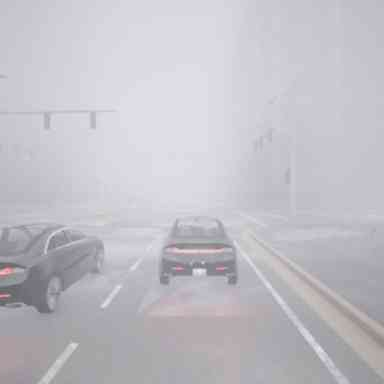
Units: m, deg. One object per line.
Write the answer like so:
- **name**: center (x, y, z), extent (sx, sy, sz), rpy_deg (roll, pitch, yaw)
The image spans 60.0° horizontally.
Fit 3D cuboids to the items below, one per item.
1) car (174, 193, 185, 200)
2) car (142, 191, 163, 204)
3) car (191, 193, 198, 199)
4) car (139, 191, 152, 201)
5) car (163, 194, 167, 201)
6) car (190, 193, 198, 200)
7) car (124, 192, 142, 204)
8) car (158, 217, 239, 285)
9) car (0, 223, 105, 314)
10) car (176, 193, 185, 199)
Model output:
- **car**: center (-2.965, 1.090, 76.604), extent (1.837, 1.490, 4.892), rpy_deg (0, 0, 0)
- **car**: center (-6.667, 1.053, 56.317), extent (2.097, 1.767, 4.553), rpy_deg (0, 0, 1)
- **car**: center (0.604, 1.002, 86.282), extent (1.882, 1.535, 5.008), rpy_deg (0, 0, 0)
- **car**: center (-9.997, 0.844, 71.960), extent (2.150, 2.045, 5.566), rpy_deg (0, 0, 0)
- **car**: center (-6.499, 1.119, 71.777), extent (1.837, 1.490, 4.892), rpy_deg (0, 0, 0)
- **car**: center (0.540, 1.182, 77.238), extent (1.895, 1.301, 4.718), rpy_deg (0, 0, 0)
- **car**: center (-10.166, 1.179, 56.360), extent (1.882, 1.535, 5.008), rpy_deg (0, 0, 1)
- **car**: center (0.141, 1.441, 9.331), extent (2.128, 1.511, 4.902), rpy_deg (0, 0, 0)
- **car**: center (-3.393, 1.451, 7.511), extent (2.128, 1.511, 4.902), rpy_deg (0, 0, 1)
- **car**: center (-2.896, 1.065, 86.307), extent (2.033, 1.411, 5.357), rpy_deg (0, 0, 0)
